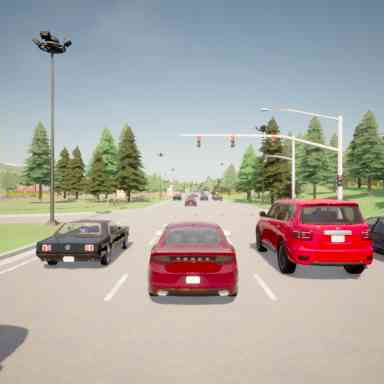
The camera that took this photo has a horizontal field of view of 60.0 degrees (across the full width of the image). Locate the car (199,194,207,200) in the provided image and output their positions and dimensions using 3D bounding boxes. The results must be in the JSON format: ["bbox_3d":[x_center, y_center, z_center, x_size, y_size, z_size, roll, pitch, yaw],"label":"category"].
[{"bbox_3d":[3.142,1.357,94.296,2.128,1.511,4.902,0,0,0],"label":"car"}]

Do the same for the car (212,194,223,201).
[{"bbox_3d":[6.682,1.516,83.889,2.128,1.511,4.902,0,0,0],"label":"car"}]

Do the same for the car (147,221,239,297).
[{"bbox_3d":[0.030,1.478,8.648,1.882,1.535,5.008,0,0,0],"label":"car"}]

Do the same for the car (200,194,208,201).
[{"bbox_3d":[3.180,1.516,84.293,1.812,1.442,4.674,0,0,0],"label":"car"}]

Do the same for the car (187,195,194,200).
[{"bbox_3d":[-0.358,1.427,94.313,1.895,1.301,4.718,0,0,0],"label":"car"}]

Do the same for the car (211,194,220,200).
[{"bbox_3d":[6.642,1.372,94.309,2.033,1.411,5.357,0,0,0],"label":"car"}]

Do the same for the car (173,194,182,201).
[{"bbox_3d":[-3.818,1.469,83.849,1.882,1.535,5.008,0,0,0],"label":"car"}]

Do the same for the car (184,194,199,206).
[{"bbox_3d":[-0.201,1.525,53.250,1.812,1.442,4.674,0,0,0],"label":"car"}]

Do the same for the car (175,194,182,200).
[{"bbox_3d":[-3.858,1.310,94.269,1.882,1.535,5.008,0,0,0],"label":"car"}]

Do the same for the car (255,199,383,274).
[{"bbox_3d":[3.533,1.221,10.698,2.150,2.045,5.566,0,0,0],"label":"car"}]

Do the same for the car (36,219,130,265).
[{"bbox_3d":[-3.463,1.601,11.582,1.895,1.301,4.718,0,0,0],"label":"car"}]
